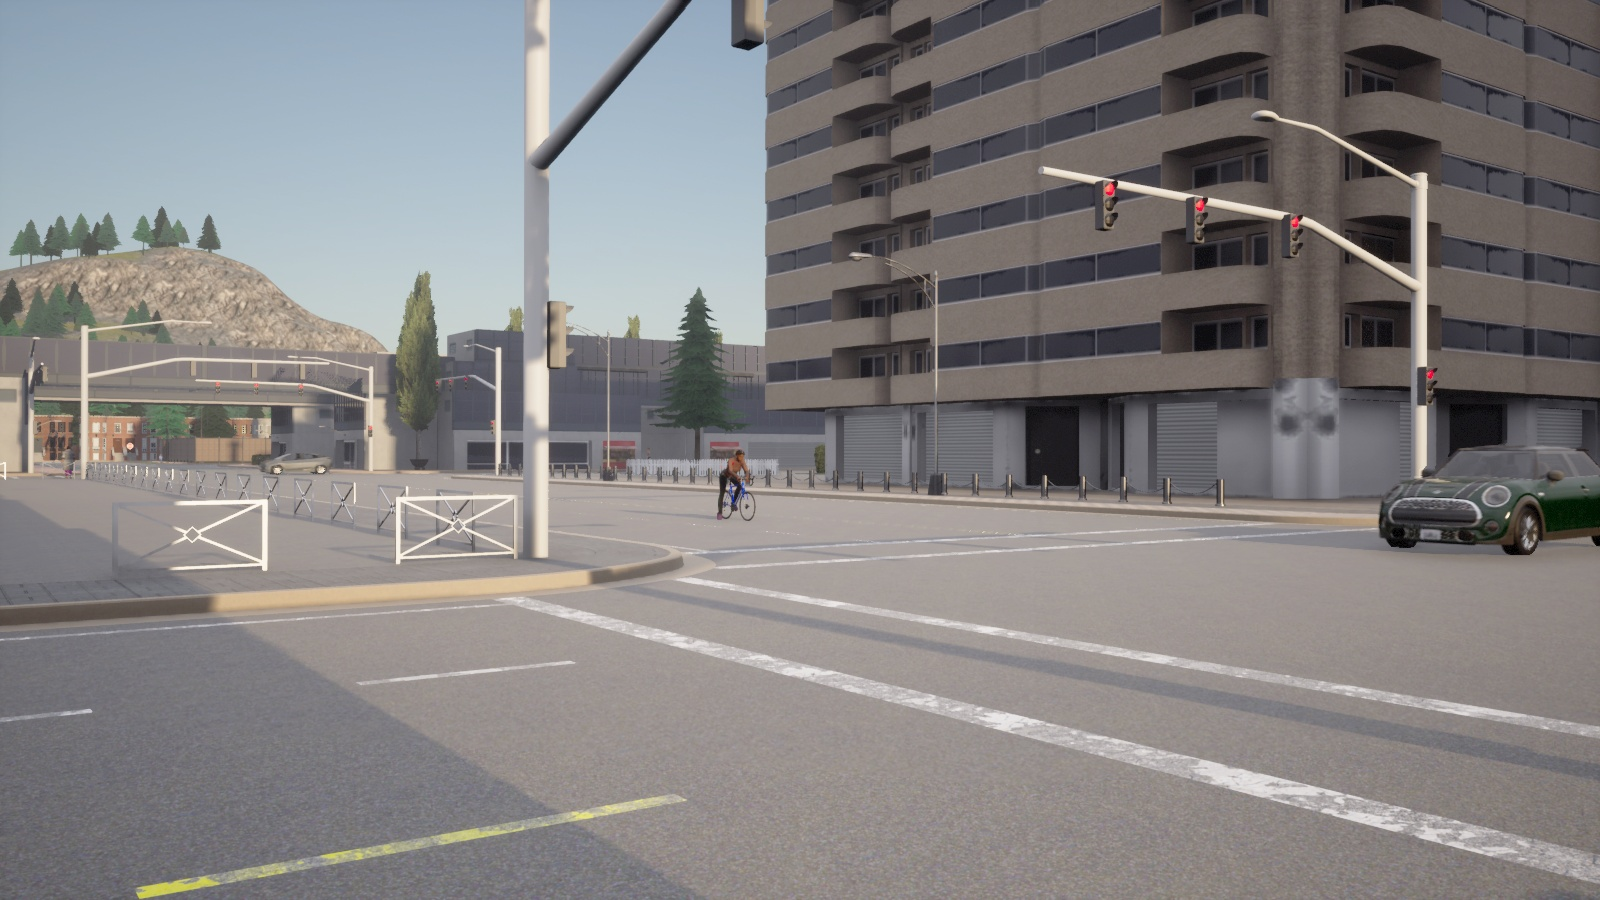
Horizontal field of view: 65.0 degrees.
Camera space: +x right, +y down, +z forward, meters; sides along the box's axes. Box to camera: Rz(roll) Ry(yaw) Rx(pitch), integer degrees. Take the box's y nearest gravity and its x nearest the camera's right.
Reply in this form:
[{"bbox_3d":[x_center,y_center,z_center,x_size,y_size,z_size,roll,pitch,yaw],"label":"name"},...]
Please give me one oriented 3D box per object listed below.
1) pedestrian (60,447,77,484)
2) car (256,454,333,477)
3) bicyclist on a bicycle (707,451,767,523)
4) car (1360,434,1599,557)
[{"bbox_3d":[-39.688,0.840,68.103,0.659,1.952,0.873,0,0,-41],"label":"pedestrian"},{"bbox_3d":[-34.063,1.026,84.673,4.514,1.525,2.007,0,0,-35],"label":"car"},{"bbox_3d":[-1.467,0.827,28.998,0.582,1.620,1.656,0,0,-35],"label":"bicyclist on a bicycle"},{"bbox_3d":[11.284,0.657,20.261,4.553,1.767,2.097,0,0,-36],"label":"car"}]
